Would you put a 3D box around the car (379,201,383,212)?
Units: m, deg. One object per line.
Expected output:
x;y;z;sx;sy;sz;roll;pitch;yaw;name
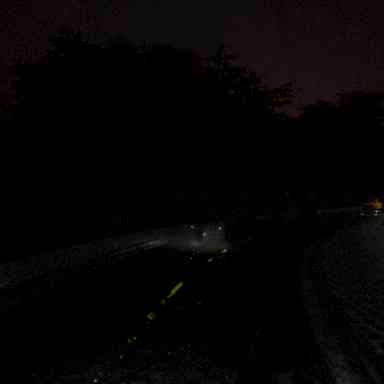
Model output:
25.547;1.666;41.849;2.097;1.767;4.553;-2;-2;39;car

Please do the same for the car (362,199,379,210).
26.670;1.876;49.205;1.882;1.535;5.008;0;0;39;car

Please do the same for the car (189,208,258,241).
1.863;1.560;17.178;2.033;1.411;5.357;0;0;29;car
